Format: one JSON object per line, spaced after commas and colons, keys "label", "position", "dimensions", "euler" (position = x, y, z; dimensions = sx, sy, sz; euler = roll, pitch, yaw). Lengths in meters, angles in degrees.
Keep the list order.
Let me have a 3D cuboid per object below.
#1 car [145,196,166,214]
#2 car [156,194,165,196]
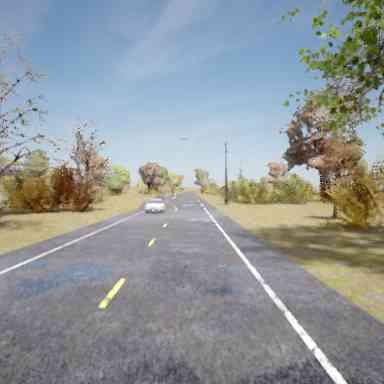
{"label": "car", "position": [-3.739, 1.435, 34.321], "dimensions": [1.812, 1.442, 4.674], "euler": [0, 0, -1]}
{"label": "car", "position": [-7.184, 1.139, 75.510], "dimensions": [1.994, 1.385, 4.181], "euler": [0, 0, -3]}
